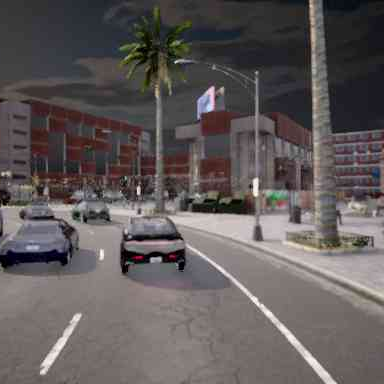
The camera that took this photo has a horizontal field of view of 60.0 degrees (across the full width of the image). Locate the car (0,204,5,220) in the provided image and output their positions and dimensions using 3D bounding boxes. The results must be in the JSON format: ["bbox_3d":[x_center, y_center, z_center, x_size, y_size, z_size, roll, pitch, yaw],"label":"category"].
[{"bbox_3d":[-10.139,1.299,15.415,2.150,2.045,5.566,0,0,-23],"label":"car"}]

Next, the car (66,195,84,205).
[{"bbox_3d":[-21.715,1.508,62.149,4.553,1.767,2.185,0,0,32],"label":"car"}]

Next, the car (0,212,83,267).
[{"bbox_3d":[-5.165,1.615,11.736,1.994,1.385,4.181,0,0,-14],"label":"car"}]

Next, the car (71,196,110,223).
[{"bbox_3d":[-8.193,1.458,26.622,2.097,1.767,4.553,0,0,-33],"label":"car"}]

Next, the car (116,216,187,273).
[{"bbox_3d":[-1.393,1.529,10.862,2.128,1.511,4.902,0,0,-11],"label":"car"}]

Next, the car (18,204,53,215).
[{"bbox_3d":[-12.930,1.669,27.483,2.033,1.411,5.357,0,0,-38],"label":"car"}]
